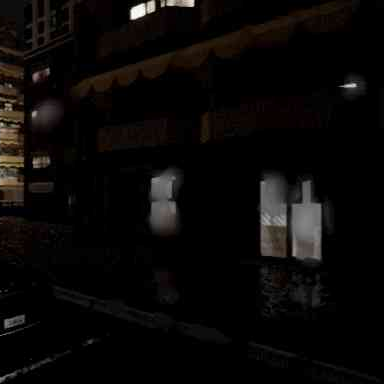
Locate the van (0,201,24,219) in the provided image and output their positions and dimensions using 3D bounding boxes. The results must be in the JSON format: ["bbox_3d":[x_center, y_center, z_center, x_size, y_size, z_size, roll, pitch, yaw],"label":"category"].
[{"bbox_3d":[-18.512,1.788,33.545,1.690,1.788,3.998,-1,-2,35],"label":"van"}]

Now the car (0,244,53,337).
[{"bbox_3d":[-4.231,1.566,5.887,4.403,1.369,2.008,0,0,35],"label":"car"}]
